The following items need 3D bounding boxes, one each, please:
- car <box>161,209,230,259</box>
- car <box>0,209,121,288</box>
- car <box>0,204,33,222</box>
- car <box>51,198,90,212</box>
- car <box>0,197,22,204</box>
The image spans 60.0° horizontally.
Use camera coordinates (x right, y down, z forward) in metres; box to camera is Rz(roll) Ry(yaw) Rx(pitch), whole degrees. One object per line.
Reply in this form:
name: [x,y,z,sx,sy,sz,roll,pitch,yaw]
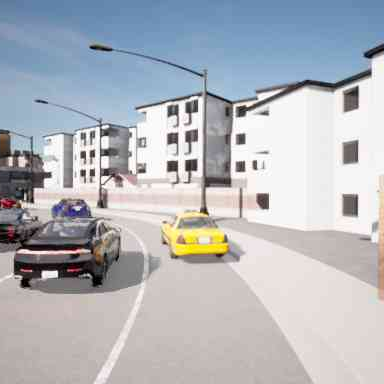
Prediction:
car: [-0.093,1.420,12.503,1.801,1.575,5.366,0,0,-11]
car: [-3.110,1.447,9.163,2.128,1.511,4.902,0,0,-5]
car: [-7.560,1.442,13.933,1.812,1.442,4.674,1,0,-14]
car: [-9.223,1.226,25.211,2.097,1.767,4.553,0,0,-33]
car: [-20.847,1.297,37.651,4.674,1.442,1.812,0,0,43]
